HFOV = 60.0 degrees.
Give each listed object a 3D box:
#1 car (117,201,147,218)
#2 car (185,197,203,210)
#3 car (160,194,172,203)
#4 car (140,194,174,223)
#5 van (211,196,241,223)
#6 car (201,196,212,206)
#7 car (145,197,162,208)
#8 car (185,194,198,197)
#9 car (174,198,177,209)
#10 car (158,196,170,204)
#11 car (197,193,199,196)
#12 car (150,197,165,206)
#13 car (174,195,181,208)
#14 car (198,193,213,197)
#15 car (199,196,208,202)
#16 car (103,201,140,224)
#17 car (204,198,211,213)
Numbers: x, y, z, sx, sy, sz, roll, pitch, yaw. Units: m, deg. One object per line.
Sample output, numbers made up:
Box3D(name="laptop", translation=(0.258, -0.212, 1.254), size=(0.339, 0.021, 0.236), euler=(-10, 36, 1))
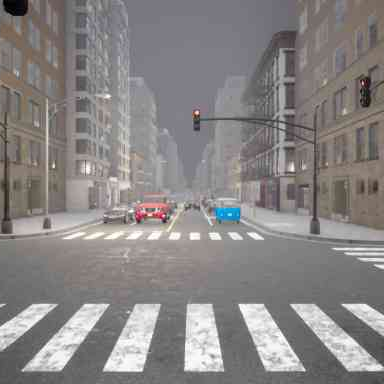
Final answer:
Box3D(name="car", translation=(-5.413, 1.543, 30.558), size=(1.887, 1.381, 4.507), euler=(0, 0, 0))
Box3D(name="car", translation=(0.057, 1.597, 41.719), size=(1.895, 1.301, 4.718), euler=(0, 0, 0))
Box3D(name="car", translation=(-5.445, 1.292, 70.330), size=(2.192, 1.841, 5.009), euler=(0, 0, 0))
Box3D(name="car", translation=(-2.869, 1.220, 25.557), size=(2.150, 2.045, 5.566), euler=(0, 0, 0))
Box3D(name="van", translation=(2.616, 1.340, 24.891), size=(1.690, 1.788, 3.998), euler=(0, 0, 0))
Box3D(name="car", translation=(2.599, 1.576, 47.616), size=(1.802, 1.307, 4.206), euler=(0, 0, 0))
Box3D(name="car", translation=(-5.427, 1.519, 47.434), size=(1.752, 1.417, 4.829), euler=(0, 0, 0))
Box3D(name="car", translation=(0.043, 1.541, 68.958), size=(1.994, 1.385, 4.181), euler=(0, 0, 0))
Box3D(name="car", translation=(-2.880, 1.599, 35.374), size=(1.895, 1.301, 4.718), euler=(0, 0, 0))
Box3D(name="car", translation=(-5.440, 1.548, 64.649), size=(1.947, 1.339, 4.313), euler=(0, 0, 0))
Box3D(name="car", translation=(2.585, 1.422, 64.660), size=(1.967, 1.590, 4.097), euler=(0, 0, 0))
Box3D(name="car", translation=(-5.431, 1.556, 53.286), size=(1.947, 1.339, 4.313), euler=(0, 0, 0))
Box3D(name="car", translation=(-2.872, 1.500, 45.434), size=(1.837, 1.490, 4.892), euler=(0, 0, 0))
Box3D(name="car", translation=(2.594, 1.305, 53.298), size=(2.192, 1.841, 5.009), euler=(0, 0, 0))
Box3D(name="car", translation=(2.576, 1.524, 76.023), size=(2.008, 1.369, 4.403), euler=(0, 0, 0))
Box3D(name="car", translation=(-5.409, 1.549, 24.876), size=(2.008, 1.369, 4.403), euler=(0, 0, 0))
Box3D(name="car", translation=(2.607, 1.580, 36.253), size=(1.802, 1.307, 4.206), euler=(0, 0, 0))
